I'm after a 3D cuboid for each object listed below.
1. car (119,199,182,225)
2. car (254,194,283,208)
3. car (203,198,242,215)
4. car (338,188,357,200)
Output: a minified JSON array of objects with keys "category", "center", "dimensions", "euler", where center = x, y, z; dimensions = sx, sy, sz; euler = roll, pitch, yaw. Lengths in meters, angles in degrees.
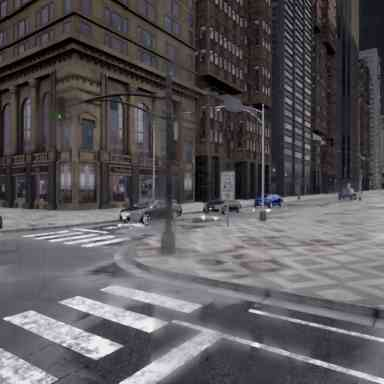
[{"category":"car","center":[-2.616,1.236,21.893],"dimensions":[2.128,1.511,4.902],"euler":[0,1,36]},{"category":"car","center":[8.749,0.961,37.766],"dimensions":[1.882,1.535,5.008],"euler":[0,1,36]},{"category":"car","center":[2.718,1.185,29.342],"dimensions":[1.994,1.385,4.181],"euler":[0,1,36]},{"category":"car","center":[27.047,0.361,57.845],"dimensions":[2.150,2.045,5.566],"euler":[0,1,36]}]
